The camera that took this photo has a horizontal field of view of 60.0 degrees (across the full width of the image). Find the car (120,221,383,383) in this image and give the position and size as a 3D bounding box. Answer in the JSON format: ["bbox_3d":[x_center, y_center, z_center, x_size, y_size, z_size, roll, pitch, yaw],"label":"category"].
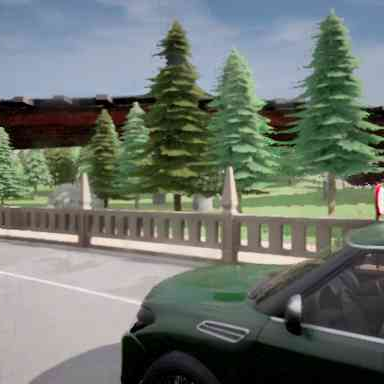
[{"bbox_3d":[1.943,1.202,2.471,5.566,2.045,2.150,0,0,35],"label":"car"}]
